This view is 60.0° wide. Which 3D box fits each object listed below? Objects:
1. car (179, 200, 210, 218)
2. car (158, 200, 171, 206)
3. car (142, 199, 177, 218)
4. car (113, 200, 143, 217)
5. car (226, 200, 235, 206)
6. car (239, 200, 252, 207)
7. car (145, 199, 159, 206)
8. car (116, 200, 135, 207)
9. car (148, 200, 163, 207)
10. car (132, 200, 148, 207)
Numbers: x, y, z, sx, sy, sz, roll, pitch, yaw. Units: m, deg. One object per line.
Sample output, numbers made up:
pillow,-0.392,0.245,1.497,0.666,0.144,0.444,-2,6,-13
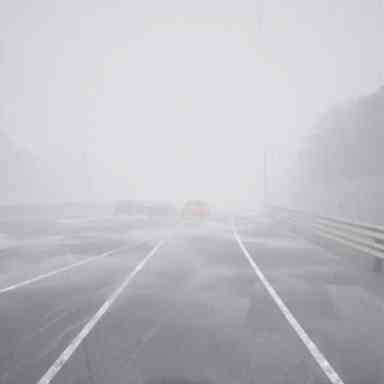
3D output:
car,0.453,1.616,32.871,2.097,1.767,4.553,0,-1,14
car,-7.239,2.827,87.369,1.812,1.442,4.674,0,-1,14
car,-2.940,1.754,33.787,1.882,1.535,5.008,-1,-1,14
car,-6.337,1.645,34.614,2.097,1.767,4.553,0,-1,14
car,9.562,2.822,82.437,1.812,1.442,4.674,0,-1,14
car,12.453,2.784,79.626,2.128,1.511,4.902,0,-1,14
car,-10.621,2.657,88.272,2.097,1.767,4.553,0,-1,14
car,-14.566,2.520,72.906,2.033,1.411,5.357,0,-1,14
car,-7.786,2.507,71.166,1.812,1.442,4.674,0,-1,14
car,-11.176,2.506,72.036,1.812,1.442,4.674,0,-1,14
